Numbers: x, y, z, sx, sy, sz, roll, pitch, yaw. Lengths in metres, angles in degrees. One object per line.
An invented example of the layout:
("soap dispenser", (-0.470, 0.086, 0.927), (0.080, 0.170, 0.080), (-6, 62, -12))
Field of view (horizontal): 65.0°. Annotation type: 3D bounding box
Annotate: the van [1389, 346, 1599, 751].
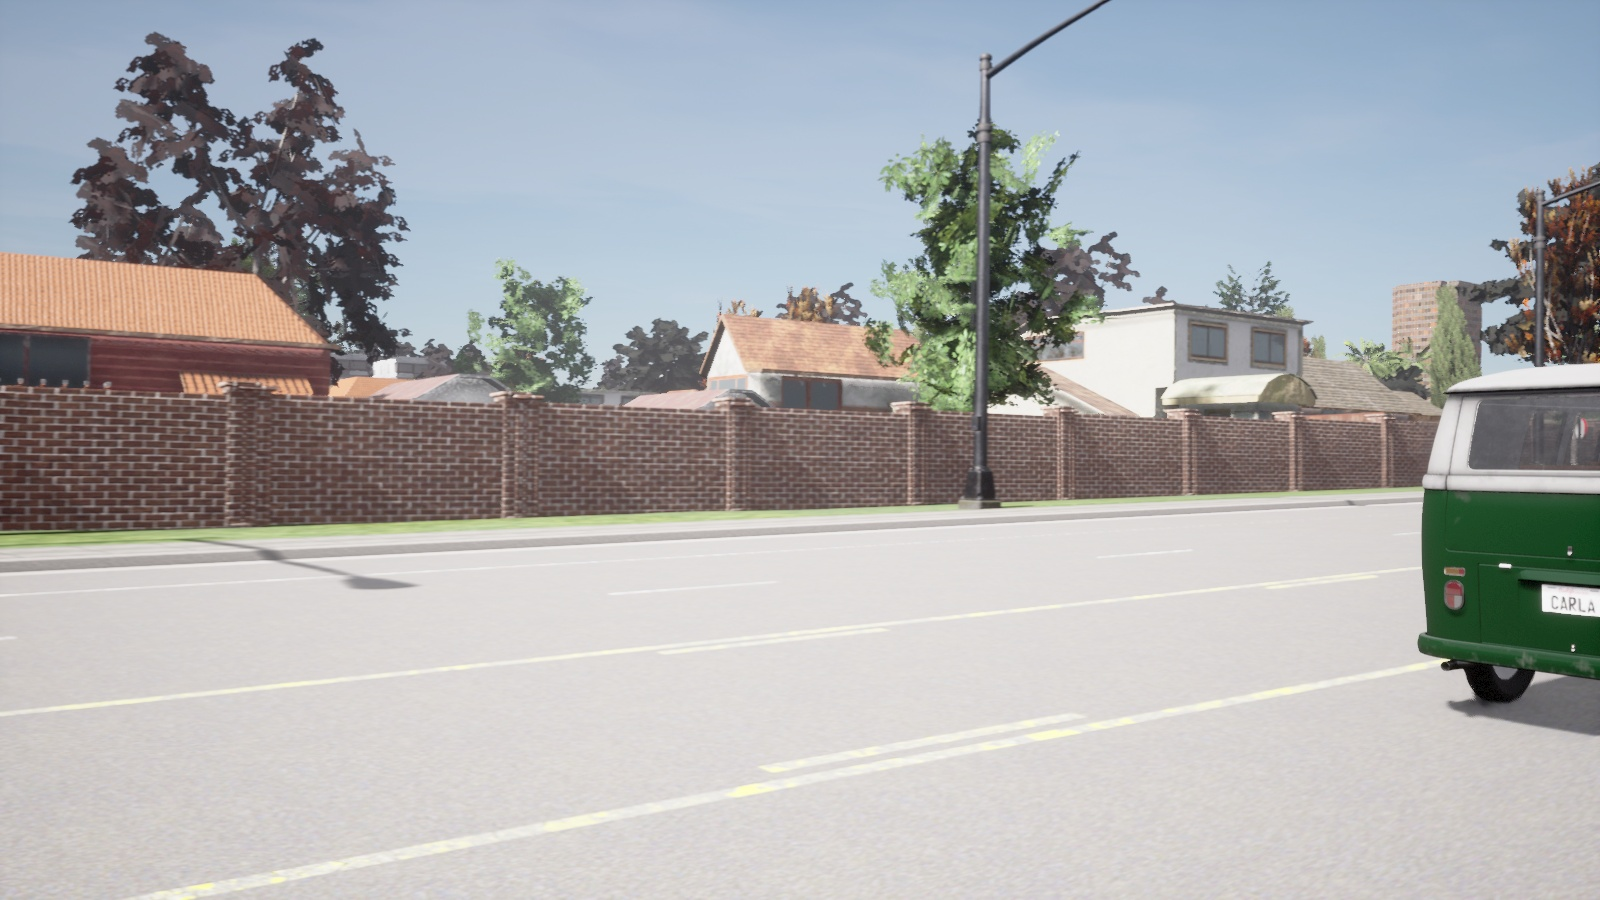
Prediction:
("van", (5.637, 0.471, 7.581), (4.442, 1.987, 1.775), (0, 0, -35))
